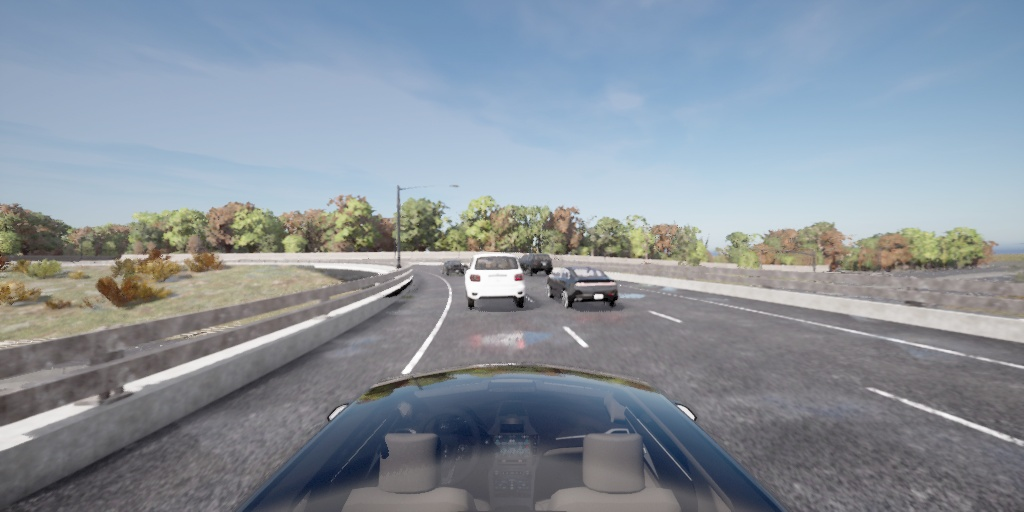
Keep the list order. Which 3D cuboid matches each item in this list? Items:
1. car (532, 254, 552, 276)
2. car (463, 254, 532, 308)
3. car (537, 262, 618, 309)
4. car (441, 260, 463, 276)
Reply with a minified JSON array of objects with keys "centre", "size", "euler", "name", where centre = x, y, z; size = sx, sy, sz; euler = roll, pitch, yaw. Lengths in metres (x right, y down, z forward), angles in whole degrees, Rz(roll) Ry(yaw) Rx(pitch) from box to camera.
[{"centre":[2.026,0.824,34.315],"size":[2.150,2.045,5.566],"euler":[-1,0,-19],"name":"car"},{"centre":[-0.849,0.926,15.107],"size":[2.150,2.045,5.566],"euler":[0,0,-8],"name":"car"},{"centre":[2.661,1.167,14.626],"size":[2.128,1.511,4.902],"euler":[-1,0,-7],"name":"car"},{"centre":[-6.039,1.178,36.386],"size":[1.837,1.490,4.892],"euler":[0,1,-19],"name":"car"}]
